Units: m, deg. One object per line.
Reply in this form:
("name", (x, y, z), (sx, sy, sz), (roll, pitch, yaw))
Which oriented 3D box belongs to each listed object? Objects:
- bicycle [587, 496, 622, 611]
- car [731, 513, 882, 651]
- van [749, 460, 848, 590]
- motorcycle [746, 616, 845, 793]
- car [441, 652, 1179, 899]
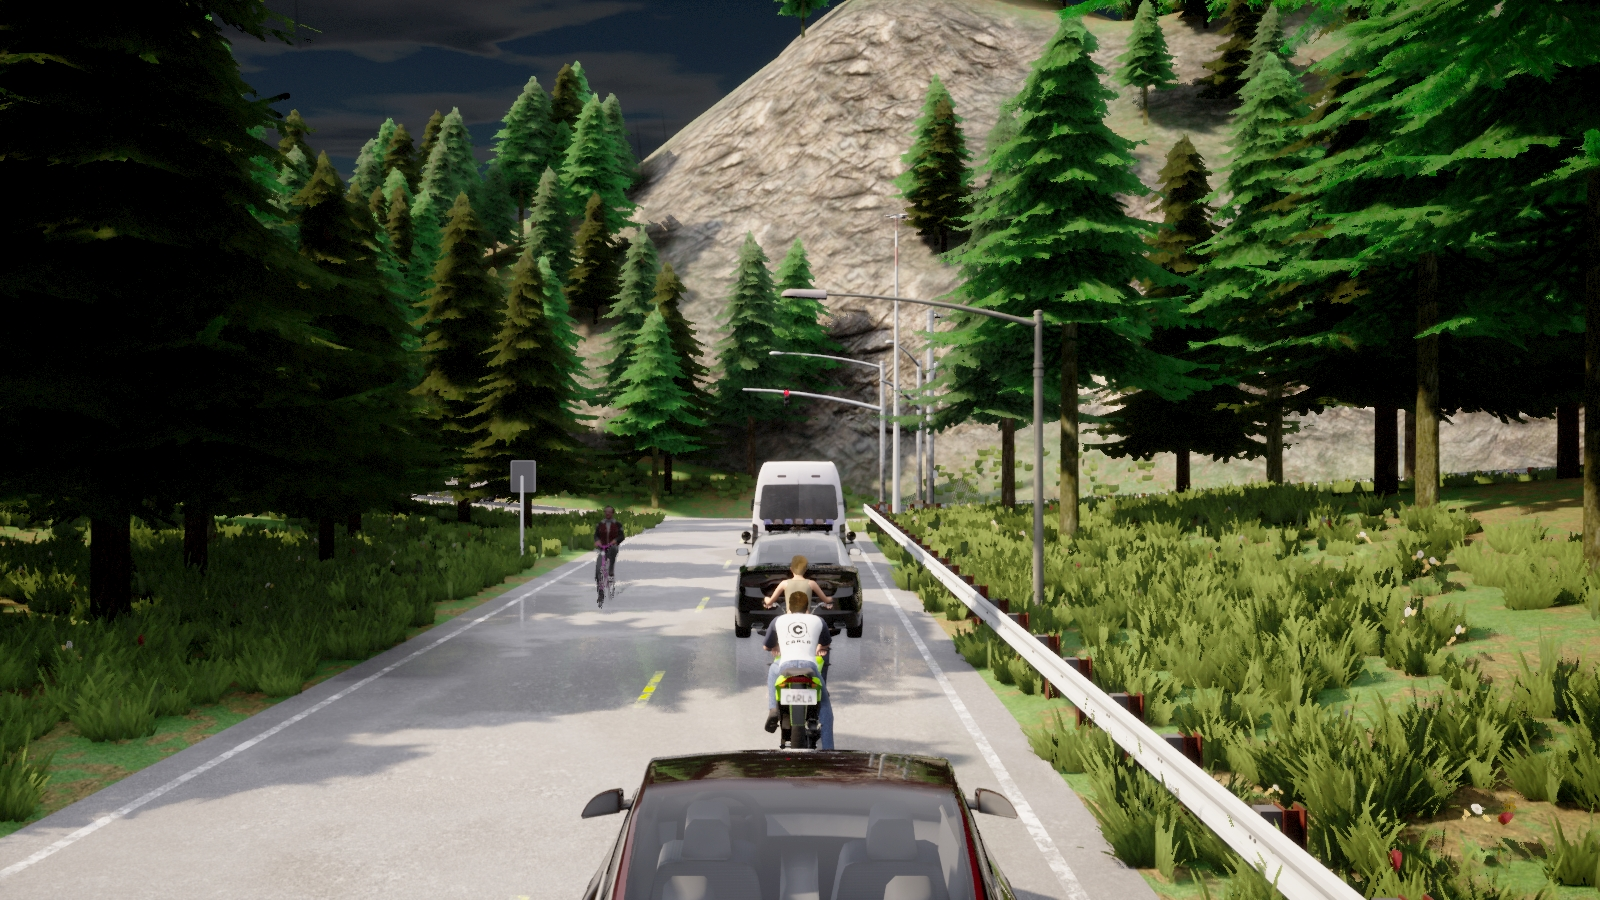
("bicycle", (-3.522, 1.836, 20.691), (0.329, 1.919, 1.835), (0, 0, 0))
("car", (0.090, 1.982, 18.501), (2.097, 1.638, 5.238), (0, 0, 0))
("van", (-0.039, 1.534, 25.918), (1.988, 2.561, 5.915), (0, 0, 0))
("motorcycle", (-0.033, 2.213, 10.287), (0.803, 1.145, 2.033), (0, 0, 0))
("car", (0.027, 2.063, 5.080), (2.163, 1.488, 4.792), (0, 0, 0))
